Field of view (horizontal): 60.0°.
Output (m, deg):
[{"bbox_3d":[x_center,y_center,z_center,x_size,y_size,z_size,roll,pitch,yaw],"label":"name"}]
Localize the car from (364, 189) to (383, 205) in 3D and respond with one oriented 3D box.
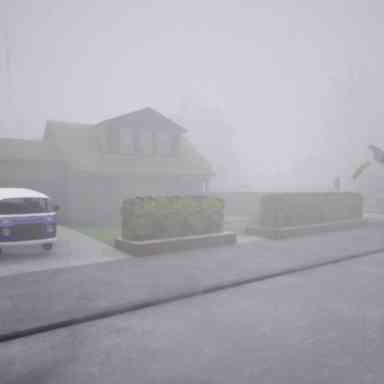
[{"bbox_3d":[23.153,0.534,40.333,3.866,1.878,1.905,0,0,0],"label":"car"}]
